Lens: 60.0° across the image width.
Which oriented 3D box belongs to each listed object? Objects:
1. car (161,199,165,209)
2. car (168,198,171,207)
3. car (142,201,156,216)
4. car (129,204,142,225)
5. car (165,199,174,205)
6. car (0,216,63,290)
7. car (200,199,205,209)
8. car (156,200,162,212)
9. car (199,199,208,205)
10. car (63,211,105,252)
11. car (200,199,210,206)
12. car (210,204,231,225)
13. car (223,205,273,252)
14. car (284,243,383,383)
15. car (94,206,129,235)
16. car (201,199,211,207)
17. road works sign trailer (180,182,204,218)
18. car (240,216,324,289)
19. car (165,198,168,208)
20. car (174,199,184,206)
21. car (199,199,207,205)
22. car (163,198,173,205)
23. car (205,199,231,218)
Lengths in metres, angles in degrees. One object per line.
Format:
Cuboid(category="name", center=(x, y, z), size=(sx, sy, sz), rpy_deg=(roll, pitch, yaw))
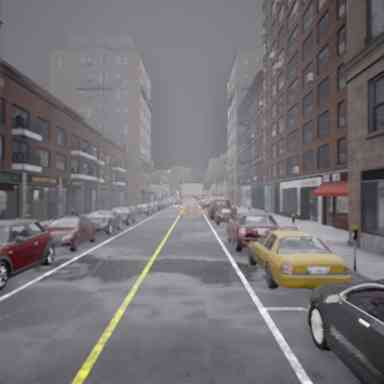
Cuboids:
Cuboid(category="car", center=(-5.389, 1.987, 47.684), size=(1.887, 1.381, 4.507), rpy_deg=(0, -1, 0))
Cuboid(category="car", center=(-5.389, 2.097, 58.720), size=(2.008, 1.369, 4.403), rpy_deg=(0, -1, 0))
Cuboid(category="car", center=(-5.389, 1.922, 36.646), size=(1.802, 1.307, 4.206), rpy_deg=(0, -1, 0))
Cuboid(category="car", center=(-5.388, 1.789, 25.609), size=(2.008, 1.369, 4.403), rpy_deg=(0, -1, 0))
Cuboid(category="car", center=(-5.390, 2.349, 80.794), size=(1.802, 1.307, 4.206), rpy_deg=(0, -1, 0))
Cuboid(category="car", center=(-5.388, 1.525, 9.054), size=(1.967, 1.590, 4.097), rpy_deg=(0, -1, 0))
Cuboid(category="car", center=(2.636, 2.076, 53.206), size=(1.802, 1.307, 4.206), rpy_deg=(0, -1, 0))
Cuboid(category="car", center=(-5.389, 1.942, 42.165), size=(2.008, 1.369, 4.403), rpy_deg=(0, -1, 0))
Cuboid(category="car", center=(2.635, 2.293, 75.278), size=(1.802, 1.307, 4.206), rpy_deg=(0, -1, 0))
Cuboid(category="car", center=(-5.388, 1.718, 14.571), size=(1.802, 1.307, 4.206), rpy_deg=(0, -1, 0))
Cuboid(category="car", center=(2.635, 2.201, 69.760), size=(1.887, 1.381, 4.507), rpy_deg=(0, -1, 0))
Cuboid(category="car", center=(2.637, 1.820, 25.616), size=(1.802, 1.307, 4.206), rpy_deg=(0, -1, 0))
Cuboid(category="car", center=(2.637, 1.576, 14.580), size=(1.967, 1.590, 4.097), rpy_deg=(0, -1, 0))
Cuboid(category="car", center=(2.637, 1.585, 3.543), size=(2.008, 1.369, 4.403), rpy_deg=(0, -1, 0))
Cuboid(category="car", center=(-5.388, 1.738, 20.090), size=(2.008, 1.369, 4.403), rpy_deg=(0, -1, 0))
Cuboid(category="car", center=(2.635, 2.128, 64.413), size=(1.752, 1.417, 4.829), rpy_deg=(0, -1, 0))
Cuboid(category="road works sign trailer", center=(-0.001, 0.776, 33.512), size=(2.380, 3.560, 2.880), rpy_deg=(0, -1, 0))
Cuboid(category="car", center=(2.637, 1.612, 9.232), size=(1.752, 1.417, 4.829), rpy_deg=(0, -1, 0))
Cuboid(category="car", center=(-5.389, 2.060, 53.202), size=(1.947, 1.339, 4.313), rpy_deg=(0, -1, 0))
Cuboid(category="car", center=(-2.752, 2.206, 71.014), size=(2.033, 1.411, 5.357), rpy_deg=(0, -1, 0))
Cuboid(category="car", center=(2.635, 2.333, 80.796), size=(1.947, 1.339, 4.313), rpy_deg=(0, -1, 0))
Cuboid(category="car", center=(-5.390, 2.151, 75.277), size=(1.967, 1.590, 4.097), rpy_deg=(0, -1, 0))
Cuboid(category="car", center=(2.637, 1.604, 31.137), size=(2.192, 1.841, 5.009), rpy_deg=(0, -1, 0))
